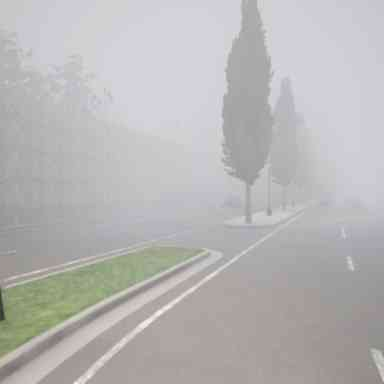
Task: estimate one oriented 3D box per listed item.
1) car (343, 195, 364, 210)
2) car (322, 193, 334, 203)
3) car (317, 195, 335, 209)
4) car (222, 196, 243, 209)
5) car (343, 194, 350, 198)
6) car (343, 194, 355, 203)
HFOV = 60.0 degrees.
[{"bbox_3d":[20.624,1.484,42.065,2.033,1.411,5.357,0,0,24],"label":"car"},{"bbox_3d":[26.101,1.088,63.719,2.097,1.767,4.553,0,0,23],"label":"car"},{"bbox_3d":[18.079,1.466,45.007,1.812,1.442,4.674,0,-1,24],"label":"car"},{"bbox_3d":[5.520,1.319,45.394,2.097,1.767,4.553,0,0,20],"label":"car"},{"bbox_3d":[25.716,1.272,53.849,2.097,1.767,4.553,0,0,24],"label":"car"},{"bbox_3d":[29.324,1.228,62.355,1.837,1.490,4.892,0,0,23],"label":"car"}]
